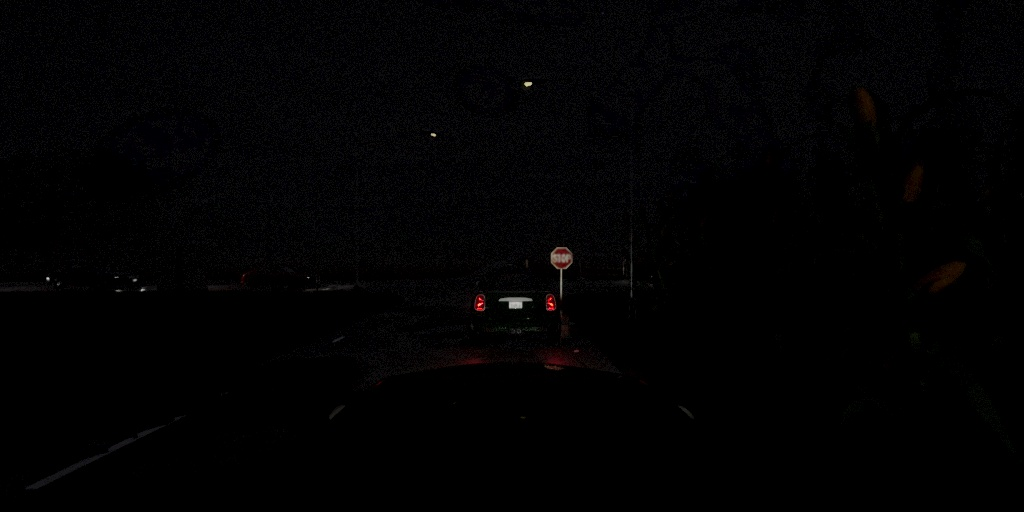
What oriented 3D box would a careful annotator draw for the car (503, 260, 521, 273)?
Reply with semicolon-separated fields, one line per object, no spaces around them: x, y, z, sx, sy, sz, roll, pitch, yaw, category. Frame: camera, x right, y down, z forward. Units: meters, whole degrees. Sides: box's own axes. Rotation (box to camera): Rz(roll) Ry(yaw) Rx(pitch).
-0.011;1.225;44.864;2.128;1.511;4.902;0;0;0;car

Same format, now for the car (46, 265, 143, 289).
-26.889;1.320;23.209;4.902;1.511;2.128;0;2;0;car

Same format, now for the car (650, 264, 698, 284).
12.631;1.247;26.409;4.674;1.442;1.812;0;2;0;car

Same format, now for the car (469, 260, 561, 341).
0.026;1.097;10.000;2.097;1.767;4.553;0;0;-1;car

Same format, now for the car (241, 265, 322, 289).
-14.914;1.330;23.266;4.674;1.442;1.812;0;1;0;car

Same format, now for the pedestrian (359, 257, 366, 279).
-12.252;0.980;29.270;0.375;1.860;0.375;0;2;0;pedestrian
